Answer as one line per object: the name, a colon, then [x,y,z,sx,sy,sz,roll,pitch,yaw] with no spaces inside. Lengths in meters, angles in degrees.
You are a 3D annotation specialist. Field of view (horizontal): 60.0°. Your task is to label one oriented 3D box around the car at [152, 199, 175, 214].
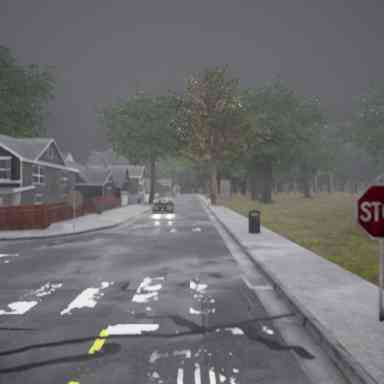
car: [-2.687,1.375,32.264,1.994,1.385,4.181,0,0,0]
